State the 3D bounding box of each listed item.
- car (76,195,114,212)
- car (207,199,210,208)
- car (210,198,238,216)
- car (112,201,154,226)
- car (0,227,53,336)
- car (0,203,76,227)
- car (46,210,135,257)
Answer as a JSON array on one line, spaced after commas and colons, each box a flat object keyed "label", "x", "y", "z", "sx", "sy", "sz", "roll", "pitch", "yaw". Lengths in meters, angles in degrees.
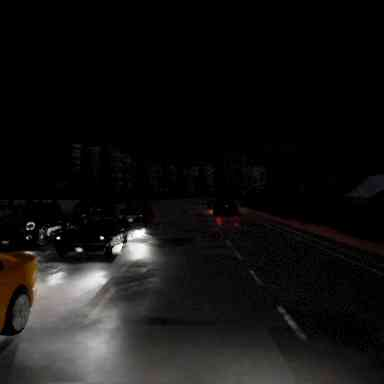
[{"label": "car", "x": -7.340, "y": 1.224, "z": 25.477, "sx": 2.150, "sy": 2.045, "sz": 5.566, "roll": 0, "pitch": 0, "yaw": 0}, {"label": "car", "x": 3.073, "y": 1.490, "z": 45.974, "sx": 1.812, "sy": 1.442, "sz": 4.674, "roll": 0, "pitch": 0, "yaw": 0}, {"label": "car", "x": 3.178, "y": 1.324, "z": 32.517, "sx": 2.097, "sy": 1.767, "sz": 4.553, "roll": 0, "pitch": 0, "yaw": 0}, {"label": "car", "x": -3.816, "y": 1.487, "z": 23.298, "sx": 2.128, "sy": 1.511, "sz": 4.902, "roll": 0, "pitch": 0, "yaw": 0}, {"label": "car", "x": -3.626, "y": 1.484, "z": 3.836, "sx": 1.882, "sy": 1.535, "sz": 5.008, "roll": 0, "pitch": 0, "yaw": -1}, {"label": "car", "x": -7.244, "y": 1.361, "z": 15.126, "sx": 2.097, "sy": 1.767, "sz": 4.553, "roll": 0, "pitch": 0, "yaw": -1}, {"label": "car", "x": -3.722, "y": 1.602, "z": 13.165, "sx": 1.895, "sy": 1.301, "sz": 4.718, "roll": 0, "pitch": 0, "yaw": 0}]
